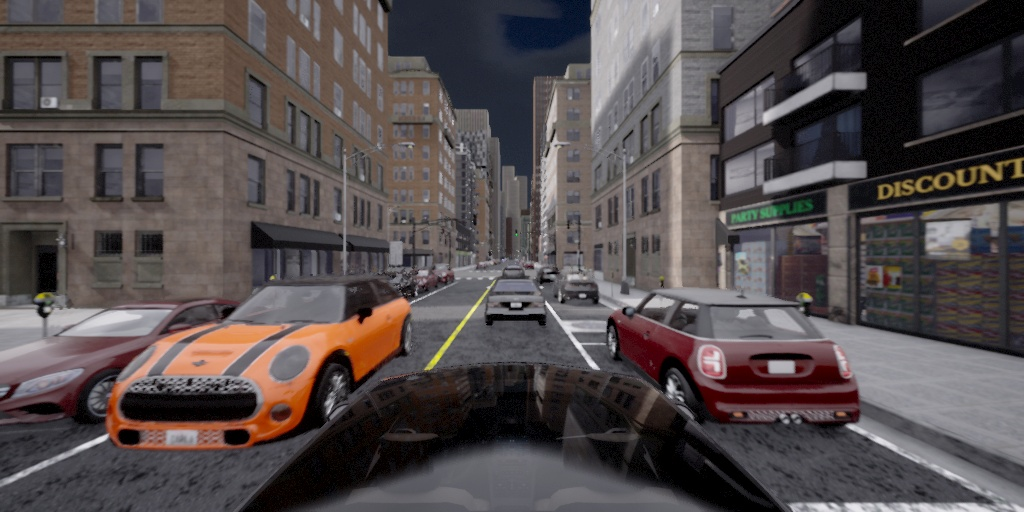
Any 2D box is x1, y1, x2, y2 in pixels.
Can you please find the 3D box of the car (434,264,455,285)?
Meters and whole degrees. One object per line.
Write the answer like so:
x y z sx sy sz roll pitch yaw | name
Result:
-5.645 1.347 27.747 1.967 1.591 4.097 0 0 0 | car

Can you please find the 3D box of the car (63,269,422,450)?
-3.095 1.125 5.610 2.097 1.767 4.553 0 0 0 | car

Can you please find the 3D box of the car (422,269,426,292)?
-5.655 1.406 16.744 1.948 1.339 4.313 0 0 0 | car

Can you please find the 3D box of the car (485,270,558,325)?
0.110 1.359 12.027 2.033 1.411 5.357 0 0 0 | car

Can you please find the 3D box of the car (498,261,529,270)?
0.127 1.418 30.976 2.128 1.511 4.902 0 0 0 | car

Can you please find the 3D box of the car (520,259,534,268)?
2.948 1.606 64.827 1.967 1.591 4.097 0 0 0 | car

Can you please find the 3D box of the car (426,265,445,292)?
-5.651 1.455 22.245 1.802 1.307 4.207 0 0 0 | car

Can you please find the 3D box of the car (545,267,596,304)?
2.870 1.390 16.736 2.007 1.370 4.403 0 0 0 | car

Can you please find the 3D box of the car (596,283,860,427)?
2.860 1.213 5.734 1.967 1.591 4.097 0 0 0 | car

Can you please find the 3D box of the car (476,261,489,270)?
-5.577 1.748 64.848 1.802 1.307 4.207 0 0 0 | car

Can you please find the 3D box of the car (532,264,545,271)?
2.880 1.473 27.739 1.948 1.339 4.313 0 0 0 | car

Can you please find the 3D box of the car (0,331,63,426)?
-5.665 1.356 5.742 1.802 1.307 4.207 0 0 0 | car
